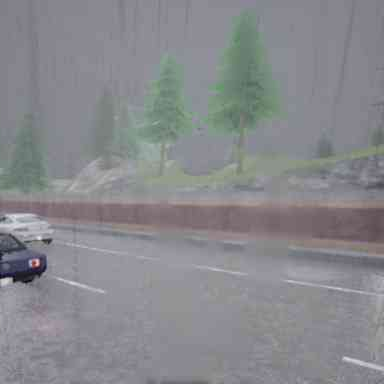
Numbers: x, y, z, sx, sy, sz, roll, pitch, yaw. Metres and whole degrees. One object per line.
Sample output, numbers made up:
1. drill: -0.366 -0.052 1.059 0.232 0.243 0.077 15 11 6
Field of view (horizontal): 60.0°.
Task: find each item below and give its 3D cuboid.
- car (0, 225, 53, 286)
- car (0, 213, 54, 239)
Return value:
1. car: -5.816 1.722 8.811 4.718 1.301 1.895 -1 -1 40
2. car: -8.131 1.723 15.568 4.674 1.442 1.812 -1 -1 43
